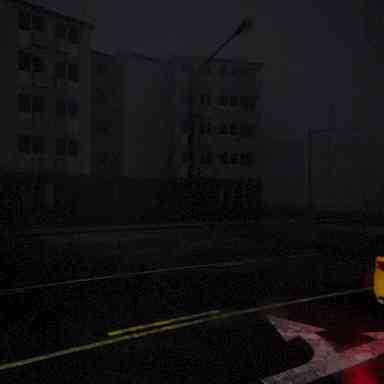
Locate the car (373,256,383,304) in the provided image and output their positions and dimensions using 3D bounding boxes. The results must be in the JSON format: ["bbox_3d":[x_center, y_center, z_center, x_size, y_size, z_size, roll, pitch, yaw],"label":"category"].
[{"bbox_3d":[5.725,1.478,6.273,5.008,1.535,1.882,0,0,-24],"label":"car"}]
